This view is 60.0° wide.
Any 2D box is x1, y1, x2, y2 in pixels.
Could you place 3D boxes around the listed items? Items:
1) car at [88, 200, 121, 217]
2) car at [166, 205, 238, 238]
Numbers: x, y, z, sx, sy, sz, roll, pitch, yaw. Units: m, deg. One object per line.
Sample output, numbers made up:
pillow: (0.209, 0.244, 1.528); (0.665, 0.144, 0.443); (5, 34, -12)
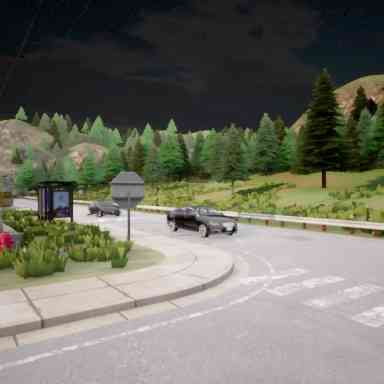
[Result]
car: (-8.078, 1.508, 30.400); (1.837, 1.490, 4.892); (0, 0, -34)
car: (0.408, 1.491, 17.915); (2.128, 1.511, 4.902); (0, 0, -34)
